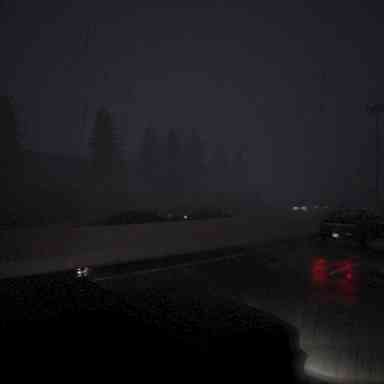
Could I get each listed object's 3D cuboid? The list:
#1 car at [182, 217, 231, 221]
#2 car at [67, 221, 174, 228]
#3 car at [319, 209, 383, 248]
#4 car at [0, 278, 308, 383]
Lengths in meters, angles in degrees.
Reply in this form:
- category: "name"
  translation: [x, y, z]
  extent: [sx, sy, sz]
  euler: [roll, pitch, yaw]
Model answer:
- category: "car"
  translation: [0.592, 1.682, 23.219]
  extent: [1.895, 1.301, 4.718]
  euler: [0, 0, 45]
- category: "car"
  translation: [-3.198, 1.531, 15.094]
  extent: [5.008, 1.535, 1.882]
  euler: [0, 0, -40]
- category: "car"
  translation: [7.561, 1.545, 15.157]
  extent: [4.902, 1.511, 2.128]
  euler: [0, 0, -44]
- category: "car"
  translation: [-1.290, 1.558, 2.884]
  extent: [5.357, 1.411, 2.033]
  euler: [0, 0, -37]
